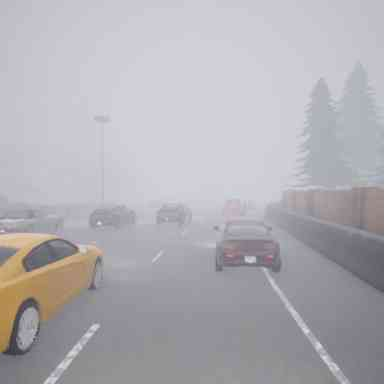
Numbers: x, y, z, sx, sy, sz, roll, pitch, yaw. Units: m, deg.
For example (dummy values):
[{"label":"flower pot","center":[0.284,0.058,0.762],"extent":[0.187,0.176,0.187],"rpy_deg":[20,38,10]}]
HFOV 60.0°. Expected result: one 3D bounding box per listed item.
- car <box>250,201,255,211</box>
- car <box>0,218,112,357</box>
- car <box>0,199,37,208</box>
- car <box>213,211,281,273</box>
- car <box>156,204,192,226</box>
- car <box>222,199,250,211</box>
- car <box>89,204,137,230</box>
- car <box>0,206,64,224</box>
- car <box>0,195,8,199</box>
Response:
[{"label":"car","center":[7.061,1.750,43.795],"extent":[1.895,1.301,4.718],"rpy_deg":[0,0,19]},{"label":"car","center":[-3.162,1.498,6.115],"extent":[1.882,1.535,5.008],"rpy_deg":[0,0,2]},{"label":"car","center":[-17.564,1.657,32.914],"extent":[2.033,1.411,5.357],"rpy_deg":[0,0,12]},{"label":"car","center":[1.682,1.563,10.804],"extent":[1.812,1.442,4.674],"rpy_deg":[0,0,5]},{"label":"car","center":[-1.207,1.573,24.064],"extent":[2.128,1.511,4.902],"rpy_deg":[0,0,10]},{"label":"car","center":[4.480,1.470,34.469],"extent":[2.097,1.767,4.553],"rpy_deg":[0,0,15]},{"label":"car","center":[-5.095,1.579,21.974],"extent":[1.837,1.490,4.892],"rpy_deg":[0,0,8]},{"label":"car","center":[-9.099,1.663,18.749],"extent":[1.895,1.301,4.718],"rpy_deg":[0,0,7]},{"label":"car","center":[-23.558,1.348,38.095],"extent":[2.150,2.045,5.566],"rpy_deg":[0,0,13]}]
